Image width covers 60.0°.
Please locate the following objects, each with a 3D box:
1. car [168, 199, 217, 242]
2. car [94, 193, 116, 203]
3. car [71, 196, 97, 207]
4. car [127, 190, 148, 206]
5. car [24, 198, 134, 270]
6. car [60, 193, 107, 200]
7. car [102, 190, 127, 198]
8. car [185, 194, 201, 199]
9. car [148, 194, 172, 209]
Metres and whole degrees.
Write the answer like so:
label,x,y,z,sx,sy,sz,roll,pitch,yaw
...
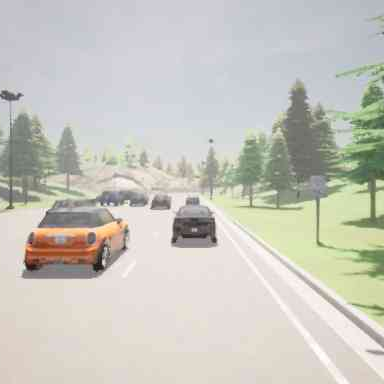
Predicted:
label,x,y,z,sx,sy,sz,roll,pitch,yaw
car,0.098,1.319,15.534,1.882,1.535,5.008,0,0,0
car,-14.004,0.949,53.811,2.128,1.511,4.902,0,1,0
car,-14.006,1.162,43.356,1.895,1.301,4.718,0,1,0
car,-6.905,0.898,44.837,2.097,1.767,4.553,0,0,0
car,-3.402,1.243,10.733,2.097,1.767,4.553,0,1,0
car,-6.902,1.150,19.910,2.097,1.767,4.553,0,1,0
car,-10.506,0.779,43.769,2.150,2.045,5.566,0,1,0
car,0.095,1.057,42.982,2.128,1.511,4.902,0,1,0
car,-3.407,0.971,37.824,2.097,1.767,4.553,0,1,0
